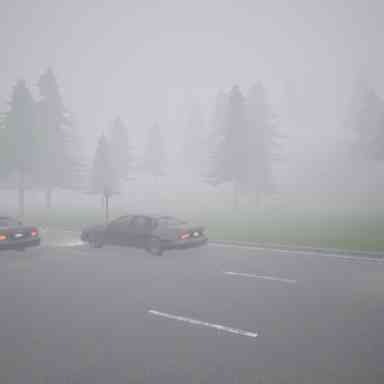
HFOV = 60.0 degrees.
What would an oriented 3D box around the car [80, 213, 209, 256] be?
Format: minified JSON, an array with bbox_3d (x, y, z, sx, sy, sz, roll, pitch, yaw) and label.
[{"bbox_3d":[-1.987,1.548,13.158,5.357,1.411,2.033,0,0,32],"label":"car"}]

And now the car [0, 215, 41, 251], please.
[{"bbox_3d":[-8.102,1.548,12.702,5.357,1.411,2.033,0,0,31],"label":"car"}]
